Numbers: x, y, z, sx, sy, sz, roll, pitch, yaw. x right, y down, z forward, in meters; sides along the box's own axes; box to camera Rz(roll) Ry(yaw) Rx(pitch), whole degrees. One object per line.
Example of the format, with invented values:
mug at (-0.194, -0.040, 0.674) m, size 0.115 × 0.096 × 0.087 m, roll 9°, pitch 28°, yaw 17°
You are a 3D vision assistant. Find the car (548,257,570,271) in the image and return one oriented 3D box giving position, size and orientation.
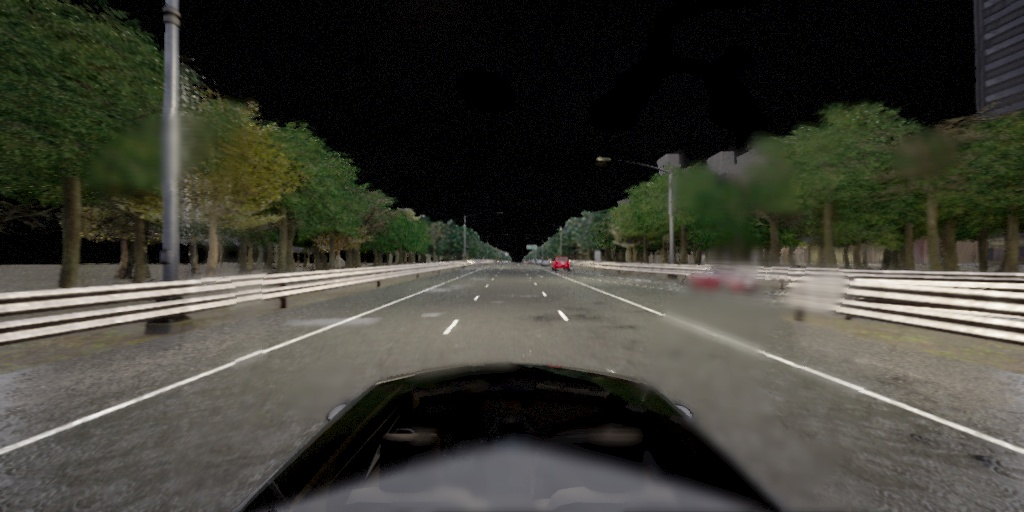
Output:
car at (7.050, 1.133, 52.435) m, size 2.150 × 2.045 × 5.566 m, roll 0°, pitch 0°, yaw 0°

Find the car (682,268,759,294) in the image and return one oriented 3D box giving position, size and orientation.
car at (12.224, 1.422, 21.344) m, size 1.994 × 1.385 × 4.181 m, roll 0°, pitch 0°, yaw -17°
